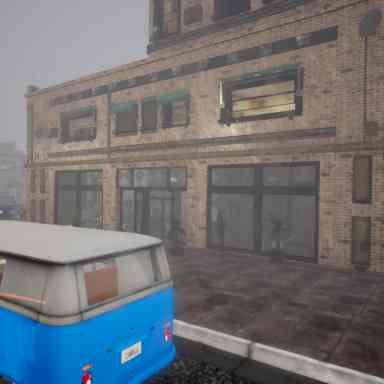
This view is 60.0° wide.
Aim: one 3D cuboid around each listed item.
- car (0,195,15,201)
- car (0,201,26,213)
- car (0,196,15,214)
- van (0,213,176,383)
[{"bbox_3d":[-20.506,1.347,33.244,2.150,2.045,5.566,1,0,36],"label":"car"},{"bbox_3d":[-15.283,1.792,30.593,1.947,1.339,4.313,0,0,36],"label":"car"},{"bbox_3d":[-22.045,1.409,35.538,2.192,1.841,5.009,0,0,36],"label":"car"},{"bbox_3d":[-2.102,1.340,4.348,3.998,1.788,1.690,0,1,35],"label":"van"}]
